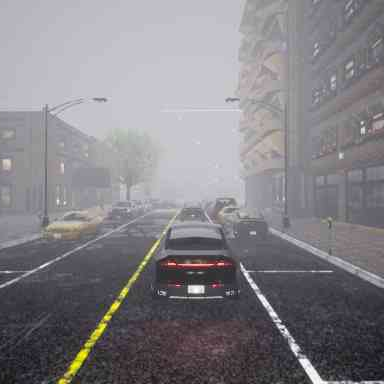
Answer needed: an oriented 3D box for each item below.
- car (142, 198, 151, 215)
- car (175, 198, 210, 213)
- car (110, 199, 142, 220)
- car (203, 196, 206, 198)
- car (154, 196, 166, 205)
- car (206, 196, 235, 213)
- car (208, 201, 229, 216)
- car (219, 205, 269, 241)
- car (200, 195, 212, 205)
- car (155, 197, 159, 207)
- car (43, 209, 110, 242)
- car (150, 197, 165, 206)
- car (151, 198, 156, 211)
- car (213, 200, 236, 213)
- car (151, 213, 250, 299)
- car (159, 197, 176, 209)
[{"bbox_3d":[-5.710,1.455,33.651,1.967,1.590,4.097,1,0,0],"label":"car"},{"bbox_3d":[0.046,1.502,26.359,2.128,1.511,4.902,0,0,0],"label":"car"},{"bbox_3d":[-5.698,1.452,27.963,1.967,1.590,4.097,1,0,0],"label":"car"},{"bbox_3d":[2.612,1.589,45.099,1.947,1.339,4.313,1,0,0],"label":"car"},{"bbox_3d":[-5.938,1.563,61.914,1.752,1.417,4.829,1,0,0],"label":"car"},{"bbox_3d":[2.651,1.327,28.040,2.192,1.841,5.009,1,0,0],"label":"car"},{"bbox_3d":[2.635,1.597,33.726,1.802,1.307,4.206,1,0,0],"label":"car"},{"bbox_3d":[2.670,1.557,16.666,2.008,1.369,4.403,1,0,0],"label":"car"},{"bbox_3d":[2.627,1.478,62.156,1.967,1.590,4.097,1,0,0],"label":"car"},{"bbox_3d":[-5.746,1.594,50.710,1.947,1.339,4.313,1,0,0],"label":"car"},{"bbox_3d":[-5.676,1.532,16.421,1.752,1.417,4.829,1,0,0],"label":"car"},{"bbox_3d":[-5.757,1.583,56.398,2.008,1.369,4.403,1,0,0],"label":"car"},{"bbox_3d":[-5.723,1.601,39.337,1.802,1.307,4.206,1,0,0],"label":"car"},{"bbox_3d":[2.658,1.534,22.522,1.752,1.417,4.829,1,0,0],"label":"car"},{"bbox_3d":[0.081,1.508,8.421,1.837,1.490,4.892,0,0,0],"label":"car"},{"bbox_3d":[-3.111,1.625,46.190,1.895,1.301,4.718,0,0,0],"label":"car"}]
